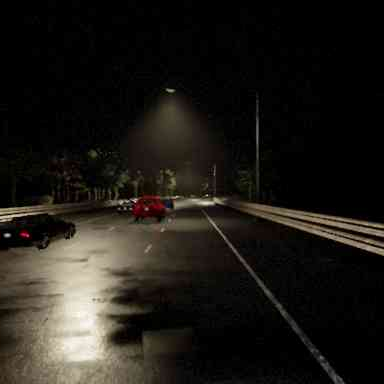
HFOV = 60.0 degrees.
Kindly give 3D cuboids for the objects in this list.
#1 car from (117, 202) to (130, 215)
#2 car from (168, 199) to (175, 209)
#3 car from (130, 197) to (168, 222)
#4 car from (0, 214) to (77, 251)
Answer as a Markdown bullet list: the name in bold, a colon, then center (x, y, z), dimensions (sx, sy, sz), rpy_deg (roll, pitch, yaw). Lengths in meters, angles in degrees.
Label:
- **car**: center (-7.125, 1.853, 37.823), dimensions (2.033, 1.411, 5.357), rpy_deg (-1, 0, 0)
- **car**: center (-3.707, 1.828, 50.704), dimensions (1.882, 1.535, 5.008), rpy_deg (-1, 0, 0)
- **car**: center (-3.571, 1.439, 28.780), dimensions (2.150, 2.045, 5.566), rpy_deg (-1, 0, 0)
- **car**: center (-6.981, 1.711, 15.112), dimensions (2.033, 1.411, 5.357), rpy_deg (-1, 0, 0)
